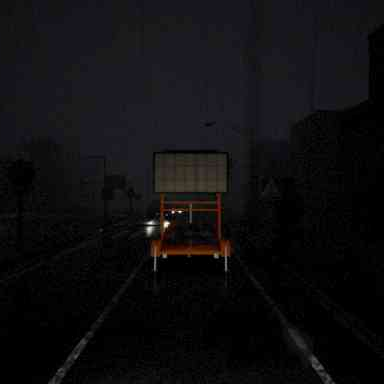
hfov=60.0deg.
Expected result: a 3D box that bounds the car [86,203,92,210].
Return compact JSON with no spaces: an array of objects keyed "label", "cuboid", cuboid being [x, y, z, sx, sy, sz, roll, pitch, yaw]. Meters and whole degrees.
[{"label":"car","cuboid":[-21.887,2.706,61.889,5.008,1.535,2.097,0,-1,0]}]

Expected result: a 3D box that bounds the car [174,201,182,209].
[{"label":"car","cuboid":[-3.164,3.032,69.159,1.895,1.301,4.718,0,-1,0]}]

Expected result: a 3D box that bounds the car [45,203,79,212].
[{"label":"car","cuboid":[-21.895,2.585,55.341,4.674,1.452,2.002,0,-1,0]}]

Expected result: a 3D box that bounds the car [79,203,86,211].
[{"label":"car","cuboid":[-21.884,2.627,58.617,4.892,1.521,2.231,0,-1,0]}]

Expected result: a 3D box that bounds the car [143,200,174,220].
[{"label":"car","cuboid":[-3.332,1.815,34.577,2.150,2.045,5.566,0,-1,0]}]

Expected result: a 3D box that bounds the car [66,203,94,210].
[{"label":"car","cuboid":[-21.870,2.823,65.036,4.674,1.452,2.002,0,-1,0]}]

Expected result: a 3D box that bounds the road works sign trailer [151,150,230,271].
[{"label":"road works sign trailer","cuboid":[-0.038,0.451,10.772,2.380,3.560,2.880,0,-1,0]}]
